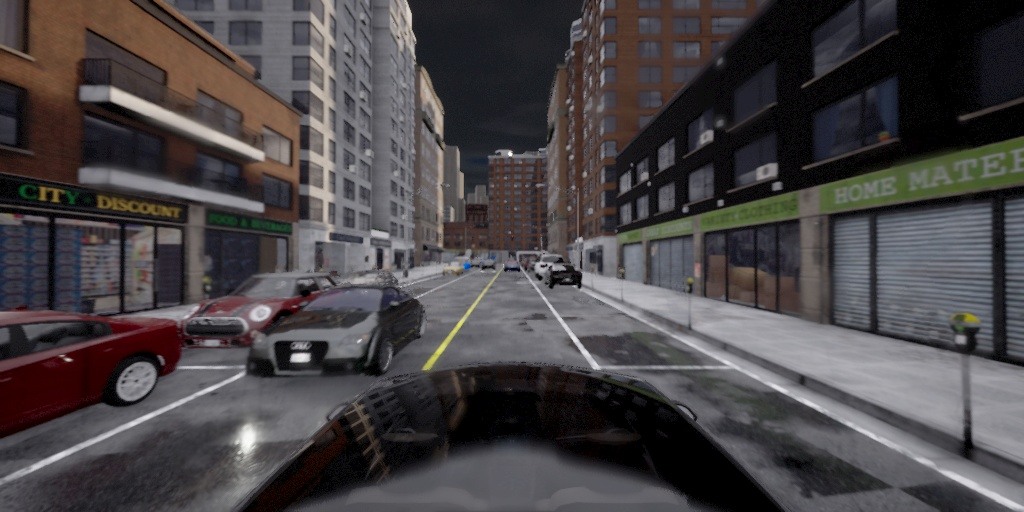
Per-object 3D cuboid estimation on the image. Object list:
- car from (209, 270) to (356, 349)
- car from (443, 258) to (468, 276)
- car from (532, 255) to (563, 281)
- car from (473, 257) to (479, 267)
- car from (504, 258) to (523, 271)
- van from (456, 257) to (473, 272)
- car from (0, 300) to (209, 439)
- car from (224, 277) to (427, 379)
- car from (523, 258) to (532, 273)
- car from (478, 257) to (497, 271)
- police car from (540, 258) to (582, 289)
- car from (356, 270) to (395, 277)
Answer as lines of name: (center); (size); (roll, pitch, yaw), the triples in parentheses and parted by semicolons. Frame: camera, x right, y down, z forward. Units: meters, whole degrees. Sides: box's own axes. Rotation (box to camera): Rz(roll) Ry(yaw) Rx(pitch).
car: (-5.860, 1.169, 8.998); (1.967, 1.591, 4.097); (0, 0, 0)
car: (-5.874, 1.206, 36.235); (1.751, 1.417, 4.829); (0, 0, 0)
car: (3.093, 0.909, 29.636); (2.150, 2.045, 5.566); (0, 0, 0)
car: (-5.885, 1.249, 58.333); (1.948, 1.339, 4.313); (0, 0, 0)
car: (0.041, 1.242, 46.524); (1.994, 1.385, 4.181); (0, 0, 0)
van: (-5.877, 1.019, 41.887); (1.690, 1.789, 3.998); (0, 0, 0)
car: (-5.858, 1.289, 3.515); (1.888, 1.381, 4.507); (0, 0, 0)
car: (-3.094, 1.299, 7.233); (1.994, 1.385, 4.181); (0, 0, 0)
car: (2.649, 1.228, 41.888); (2.007, 1.370, 4.403); (0, 0, 0)
car: (-3.094, 1.185, 48.410); (1.837, 1.490, 4.892); (0, -1, 0)
police car: (3.123, 1.124, 22.716); (1.930, 1.638, 5.238); (0, 0, 0)
car: (-5.863, 1.266, 14.479); (2.007, 1.370, 4.403); (0, 0, 0)
